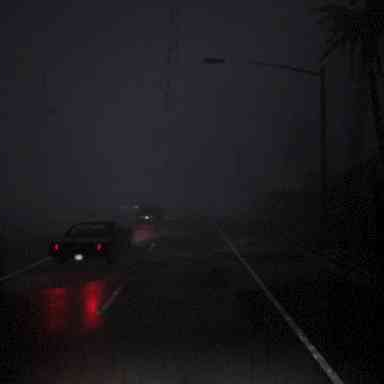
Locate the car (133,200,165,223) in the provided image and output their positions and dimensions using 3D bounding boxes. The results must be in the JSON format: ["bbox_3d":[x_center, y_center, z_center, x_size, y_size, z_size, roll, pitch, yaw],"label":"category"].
[{"bbox_3d":[-3.462,1.715,28.090,1.837,1.490,4.892,0,0,1],"label":"car"}]

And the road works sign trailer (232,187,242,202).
[{"bbox_3d":[11.683,0.613,83.648,2.880,3.560,2.380,-1,0,-43],"label":"road works sign trailer"}]

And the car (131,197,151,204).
[{"bbox_3d":[-9.310,1.681,63.524,2.097,1.767,4.553,0,0,12],"label":"car"}]

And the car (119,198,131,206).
[{"bbox_3d":[-12.612,1.856,64.816,2.128,1.511,4.902,0,0,11],"label":"car"}]

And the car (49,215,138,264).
[{"bbox_3d":[-3.468,1.738,12.463,1.895,1.301,4.718,0,0,1],"label":"car"}]
